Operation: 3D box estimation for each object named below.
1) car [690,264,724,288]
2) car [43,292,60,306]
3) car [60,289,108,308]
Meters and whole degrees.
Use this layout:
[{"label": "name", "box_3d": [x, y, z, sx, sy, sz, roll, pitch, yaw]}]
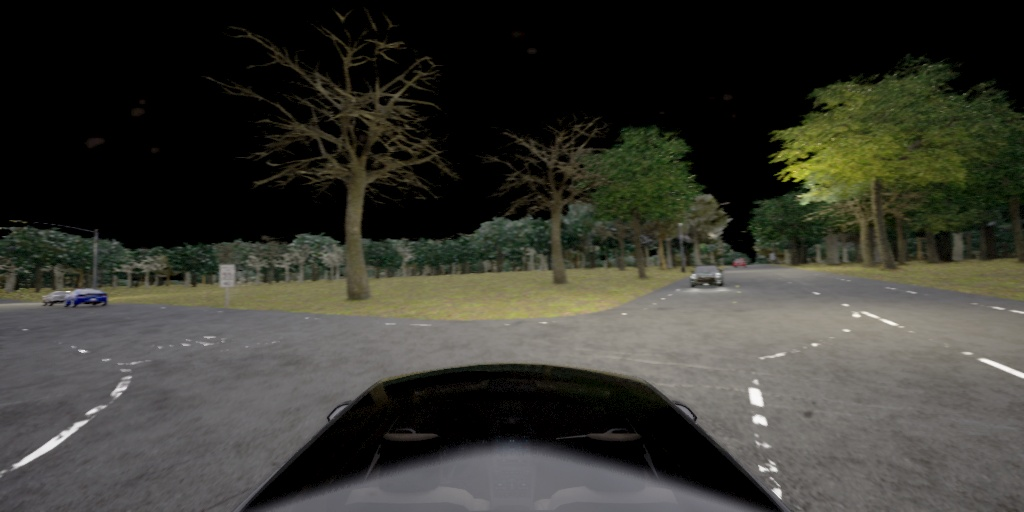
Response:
[{"label": "car", "box_3d": [14.843, 1.434, 27.295, 2.097, 1.767, 4.553, -4, -3, 31]}, {"label": "car", "box_3d": [-45.805, 4.308, 36.443, 5.357, 1.411, 2.033, -4, -4, 31]}, {"label": "car", "box_3d": [-36.972, 3.610, 31.130, 5.008, 1.535, 1.882, -4, -4, 31]}]
